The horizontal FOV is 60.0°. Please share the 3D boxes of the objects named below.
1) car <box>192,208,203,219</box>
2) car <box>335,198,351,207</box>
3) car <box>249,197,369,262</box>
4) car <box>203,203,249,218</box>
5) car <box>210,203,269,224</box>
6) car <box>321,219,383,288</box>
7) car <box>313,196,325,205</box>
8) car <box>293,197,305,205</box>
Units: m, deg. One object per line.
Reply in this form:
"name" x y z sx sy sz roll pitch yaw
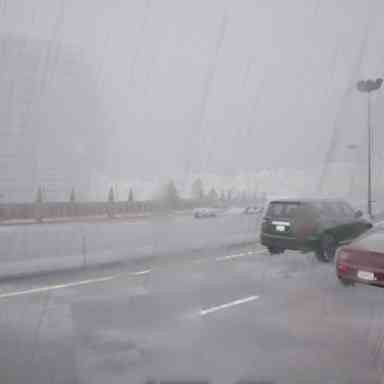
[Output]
"car" 2.157 1.701 29.976 1.895 1.301 4.718 0 0 41
"car" 25.594 1.694 56.514 2.033 1.411 5.357 0 0 20
"car" 4.830 1.257 12.510 5.566 2.045 2.150 0 0 -42
"car" 3.092 1.593 20.825 1.812 1.442 4.674 0 0 45
"car" 3.951 1.633 26.710 2.033 1.411 5.357 0 0 42
"car" 5.320 1.545 8.308 4.674 1.442 1.812 0 0 -40
"car" 23.878 1.647 62.626 1.882 1.535 5.008 0 0 18
"car" 21.076 1.701 65.665 2.128 1.511 4.902 0 0 15
